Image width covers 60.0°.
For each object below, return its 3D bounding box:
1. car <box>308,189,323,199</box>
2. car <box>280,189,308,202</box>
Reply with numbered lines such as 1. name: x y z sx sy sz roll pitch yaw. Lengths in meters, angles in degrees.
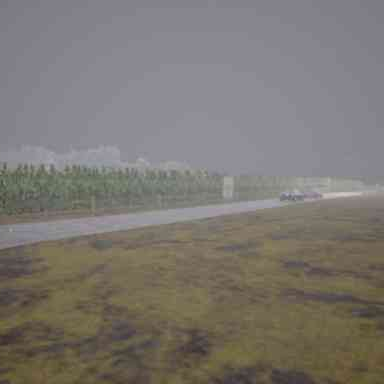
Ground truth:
1. car: 19.435 0.295 53.157 2.128 1.511 4.902 2 2 36
2. car: 13.573 0.386 44.894 2.097 1.767 4.553 2 2 36
